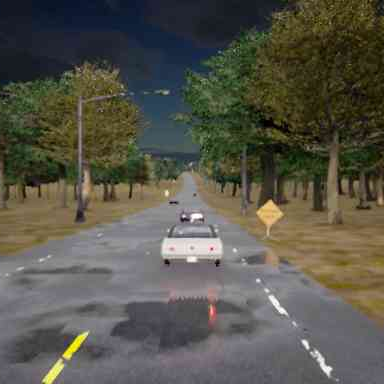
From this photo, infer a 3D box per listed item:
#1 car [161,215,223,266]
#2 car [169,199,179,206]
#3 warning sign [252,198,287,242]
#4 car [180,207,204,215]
[{"bbox_3d":[0.022,1.726,12.061,1.895,1.301,4.718,0,-1,0],"label":"car"},{"bbox_3d":[-3.506,1.951,64.560,1.895,1.301,4.718,0,0,0],"label":"car"},{"bbox_3d":[3.605,1.279,15.577,1.300,1.860,1.060,3,3,0],"label":"warning sign"},{"bbox_3d":[0.023,1.849,27.079,1.895,1.301,4.718,0,0,0],"label":"car"}]
